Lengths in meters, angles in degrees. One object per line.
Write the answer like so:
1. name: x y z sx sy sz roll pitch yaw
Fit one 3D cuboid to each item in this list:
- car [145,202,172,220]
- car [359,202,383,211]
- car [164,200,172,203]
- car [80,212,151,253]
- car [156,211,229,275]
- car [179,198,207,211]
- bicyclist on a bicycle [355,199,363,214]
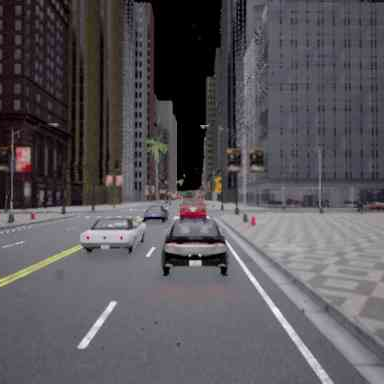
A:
1. car: -3.160 1.892 29.785 1.994 1.385 4.181 0 -1 0
2. car: 26.455 2.103 48.319 4.206 1.307 1.802 0 -1 -1
3. car: -6.516 2.872 89.990 1.994 1.385 4.181 0 -1 0
4. car: -3.157 1.736 14.345 1.895 1.301 4.718 0 -1 0
5. car: 0.090 1.591 10.764 2.128 1.511 4.902 0 0 0
6. car: 0.086 1.525 27.966 2.150 2.045 5.566 0 -1 0
7. bicyclist on a bicycle: 18.387 1.598 36.710 0.582 1.620 1.656 0 -2 -1
